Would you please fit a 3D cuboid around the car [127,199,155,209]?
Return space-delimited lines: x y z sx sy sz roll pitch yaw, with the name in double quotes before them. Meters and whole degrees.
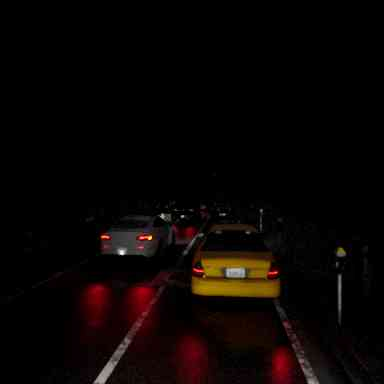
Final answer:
"car" -5.287 1.509 33.461 1.802 1.307 4.206 0 0 6

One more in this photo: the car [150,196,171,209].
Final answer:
"car" -4.170 1.353 44.454 1.967 1.590 4.097 0 0 6

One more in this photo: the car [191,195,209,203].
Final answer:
"car" 1.193 1.441 40.370 1.837 1.490 4.892 0 0 6

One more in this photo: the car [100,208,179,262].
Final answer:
"car" -1.780 1.500 11.890 1.812 1.442 4.674 0 0 6

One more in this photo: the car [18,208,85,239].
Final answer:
"car" -6.961 1.515 16.970 1.947 1.339 4.313 0 0 6

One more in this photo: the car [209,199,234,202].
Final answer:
"car" 2.639 1.515 27.112 2.008 1.369 4.403 0 0 6

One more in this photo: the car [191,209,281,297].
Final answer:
"car" 1.053 1.446 8.606 1.801 1.575 5.366 0 0 6

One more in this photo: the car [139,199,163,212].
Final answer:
"car" -4.729 1.486 38.958 1.947 1.339 4.313 0 0 6

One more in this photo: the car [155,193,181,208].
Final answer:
"car" -2.357 1.152 36.742 2.150 2.045 5.566 0 0 6

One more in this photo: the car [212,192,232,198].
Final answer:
"car" 3.756 1.264 38.103 2.192 1.841 5.009 0 0 6

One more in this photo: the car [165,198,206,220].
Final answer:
"car" -0.369 1.449 25.010 2.128 1.511 4.902 0 0 6

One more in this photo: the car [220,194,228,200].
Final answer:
"car" 8.462 1.351 87.292 1.967 1.590 4.097 0 0 5

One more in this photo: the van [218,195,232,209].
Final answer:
"van" 4.313 1.283 43.598 1.690 1.788 3.998 0 0 6

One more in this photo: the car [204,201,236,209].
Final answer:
"car" 2.081 1.522 21.617 2.008 1.369 4.403 0 0 6
